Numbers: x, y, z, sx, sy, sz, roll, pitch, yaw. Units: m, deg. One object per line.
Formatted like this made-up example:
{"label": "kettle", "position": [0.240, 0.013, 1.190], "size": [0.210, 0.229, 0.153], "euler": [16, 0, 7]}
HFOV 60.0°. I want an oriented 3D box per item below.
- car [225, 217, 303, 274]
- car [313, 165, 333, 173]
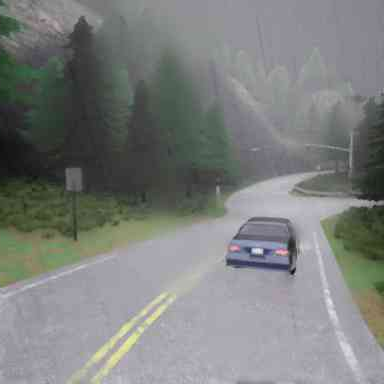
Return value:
{"label": "car", "position": [2.456, 1.508, 10.654], "size": [2.033, 1.411, 5.357], "euler": [1, 1, 19]}
{"label": "car", "position": [28.355, -5.086, 72.142], "size": [4.902, 1.511, 2.128], "euler": [-8, 8, -26]}
